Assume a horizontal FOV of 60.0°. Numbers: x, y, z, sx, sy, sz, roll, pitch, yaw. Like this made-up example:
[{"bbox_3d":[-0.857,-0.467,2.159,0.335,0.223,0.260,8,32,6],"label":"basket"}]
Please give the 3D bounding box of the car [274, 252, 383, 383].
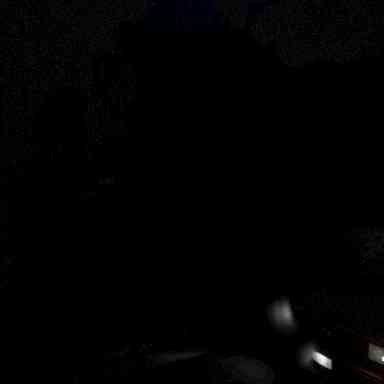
[{"bbox_3d":[3.843,1.587,5.142,5.357,1.411,2.033,1,0,-29],"label":"car"}]
